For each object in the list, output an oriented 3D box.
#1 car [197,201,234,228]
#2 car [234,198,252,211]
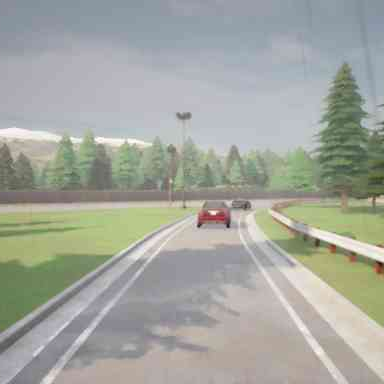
[{"bbox_3d":[1.616,1.359,22.708,2.097,1.767,4.553,0,0,8],"label":"car"},{"bbox_3d":[6.354,1.505,42.131,2.128,1.511,4.902,0,0,20],"label":"car"}]
